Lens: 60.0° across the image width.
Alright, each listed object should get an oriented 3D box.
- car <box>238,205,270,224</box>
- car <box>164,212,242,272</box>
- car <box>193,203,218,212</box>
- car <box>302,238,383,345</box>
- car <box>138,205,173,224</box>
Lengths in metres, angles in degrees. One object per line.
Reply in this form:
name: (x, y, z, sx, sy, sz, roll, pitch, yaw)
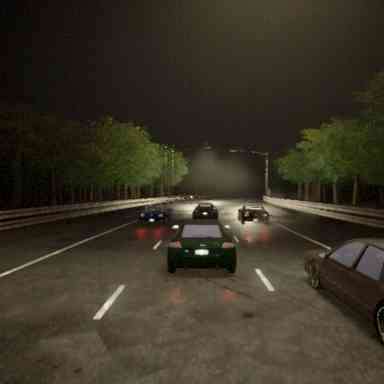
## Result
car: (4.461, 1.611, 24.762, 1.895, 1.301, 4.718, 0, 0, 4)
car: (0.315, 1.567, 10.823, 1.994, 1.385, 4.181, 0, 0, 2)
car: (1.107, 1.571, 26.853, 1.994, 1.385, 4.181, 0, 0, 4)
car: (3.680, 1.553, 6.029, 2.033, 1.411, 5.357, 0, 0, 1)
car: (-2.563, 1.603, 24.593, 1.895, 1.301, 4.718, 0, 0, 4)
